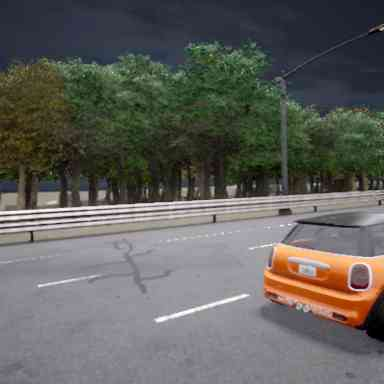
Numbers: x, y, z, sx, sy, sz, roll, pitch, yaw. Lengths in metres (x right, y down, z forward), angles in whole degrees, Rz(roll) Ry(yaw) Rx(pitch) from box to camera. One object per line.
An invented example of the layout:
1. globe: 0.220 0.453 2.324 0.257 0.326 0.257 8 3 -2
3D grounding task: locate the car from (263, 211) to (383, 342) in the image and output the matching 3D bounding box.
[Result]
1. car: 3.512 1.157 6.326 4.553 1.767 2.097 -2 1 -35
